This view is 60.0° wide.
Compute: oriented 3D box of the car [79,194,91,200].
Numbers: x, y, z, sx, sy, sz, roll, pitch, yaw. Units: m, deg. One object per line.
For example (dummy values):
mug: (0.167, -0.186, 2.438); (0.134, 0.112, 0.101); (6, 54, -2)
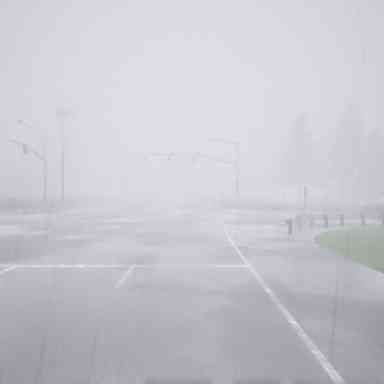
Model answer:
car: (-25.396, 1.269, 79.200); (1.895, 1.301, 4.718); (0, 0, -7)

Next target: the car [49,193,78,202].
car: (-21.180, 1.133, 54.957); (2.097, 1.767, 4.553); (0, 0, 0)

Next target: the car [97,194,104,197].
car: (-21.582, 1.182, 77.375); (1.837, 1.490, 4.892); (0, 0, -7)

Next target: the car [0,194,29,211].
car: (-21.168, 1.333, 38.105); (1.882, 1.535, 5.008); (0, 0, 0)

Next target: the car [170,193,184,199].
car: (-3.938, 0.959, 95.174); (2.097, 1.767, 4.553); (0, 0, -18)

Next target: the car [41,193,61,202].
car: (-28.121, 1.086, 66.341); (2.097, 1.767, 4.553); (0, 0, 0)

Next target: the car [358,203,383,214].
car: (17.359, 1.386, 29.326); (4.902, 1.511, 2.128); (0, 0, 8)

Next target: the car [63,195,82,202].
car: (-24.637, 1.259, 68.935); (2.033, 1.411, 5.357); (0, 0, 0)

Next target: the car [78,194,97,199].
car: (-21.124, 1.254, 66.698); (1.812, 1.442, 4.674); (0, 0, 0)

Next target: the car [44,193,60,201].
car: (-32.024, 1.043, 76.160); (2.097, 1.767, 4.553); (0, 0, -7)

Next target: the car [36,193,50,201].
car: (-24.670, 1.249, 57.143); (1.882, 1.535, 5.008); (0, 0, 0)

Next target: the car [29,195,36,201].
car: (-28.169, 1.287, 54.704); (1.837, 1.490, 4.892); (0, 0, 0)

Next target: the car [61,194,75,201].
car: (-28.538, 1.239, 76.507); (1.994, 1.385, 4.181); (0, 0, -7)

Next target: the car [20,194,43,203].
car: (-31.621, 1.259, 65.768); (2.128, 1.511, 4.902); (0, 0, 0)

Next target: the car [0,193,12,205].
car: (-31.664, 1.135, 54.271); (2.097, 1.767, 4.553); (0, 0, 0)
